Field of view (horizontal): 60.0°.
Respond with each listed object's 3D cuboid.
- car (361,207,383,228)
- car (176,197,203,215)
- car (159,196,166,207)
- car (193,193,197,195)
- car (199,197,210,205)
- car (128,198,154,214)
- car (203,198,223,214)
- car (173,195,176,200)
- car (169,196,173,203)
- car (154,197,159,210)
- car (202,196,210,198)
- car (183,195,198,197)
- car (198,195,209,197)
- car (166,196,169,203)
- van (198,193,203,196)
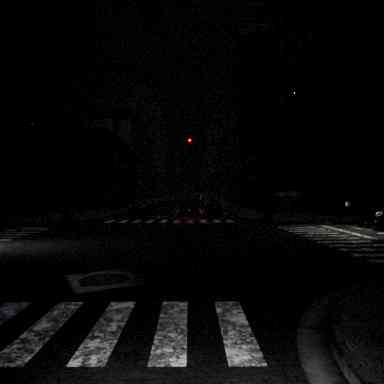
[{"bbox_3d":[13.001,1.304,20.607,4.553,1.767,2.097,0,0,0],"label":"car"},{"bbox_3d":[-0.241,1.528,34.235,2.128,1.511,4.902,0,0,1],"label":"car"},{"bbox_3d":[-5.665,1.653,52.633,1.802,1.307,4.206,0,0,0],"label":"car"},{"bbox_3d":[2.040,1.401,90.089,2.150,2.045,5.566,0,0,0],"label":"car"},{"bbox_3d":[2.373,1.647,63.644,2.008,1.369,4.403,0,0,0],"label":"car"},{"bbox_3d":[-5.687,1.480,36.101,1.967,1.590,4.097,0,0,0],"label":"car"},{"bbox_3d":[2.338,1.606,36.090,1.947,1.339,4.313,0,0,0],"label":"car"},{"bbox_3d":[-5.630,1.694,80.186,2.008,1.369,4.403,0,0,0],"label":"car"},{"bbox_3d":[-5.645,1.552,69.165,1.967,1.590,4.097,0,0,0],"label":"car"},{"bbox_3d":[-5.679,1.489,41.612,1.967,1.590,4.097,0,0,0],"label":"car"},{"bbox_3d":[2.352,1.641,47.112,1.802,1.307,4.206,0,0,0],"label":"car"},{"bbox_3d":[-0.163,1.687,59.569,1.895,1.301,4.718,0,0,0],"label":"car"},{"bbox_3d":[2.359,1.637,52.623,1.947,1.339,4.313,0,0,0],"label":"car"},{"bbox_3d":[-5.658,1.634,58.143,2.008,1.369,4.403,0,0,0],"label":"car"},{"bbox_3d":[2.366,1.424,58.134,1.690,1.788,3.998,0,0,0],"label":"van"}]
